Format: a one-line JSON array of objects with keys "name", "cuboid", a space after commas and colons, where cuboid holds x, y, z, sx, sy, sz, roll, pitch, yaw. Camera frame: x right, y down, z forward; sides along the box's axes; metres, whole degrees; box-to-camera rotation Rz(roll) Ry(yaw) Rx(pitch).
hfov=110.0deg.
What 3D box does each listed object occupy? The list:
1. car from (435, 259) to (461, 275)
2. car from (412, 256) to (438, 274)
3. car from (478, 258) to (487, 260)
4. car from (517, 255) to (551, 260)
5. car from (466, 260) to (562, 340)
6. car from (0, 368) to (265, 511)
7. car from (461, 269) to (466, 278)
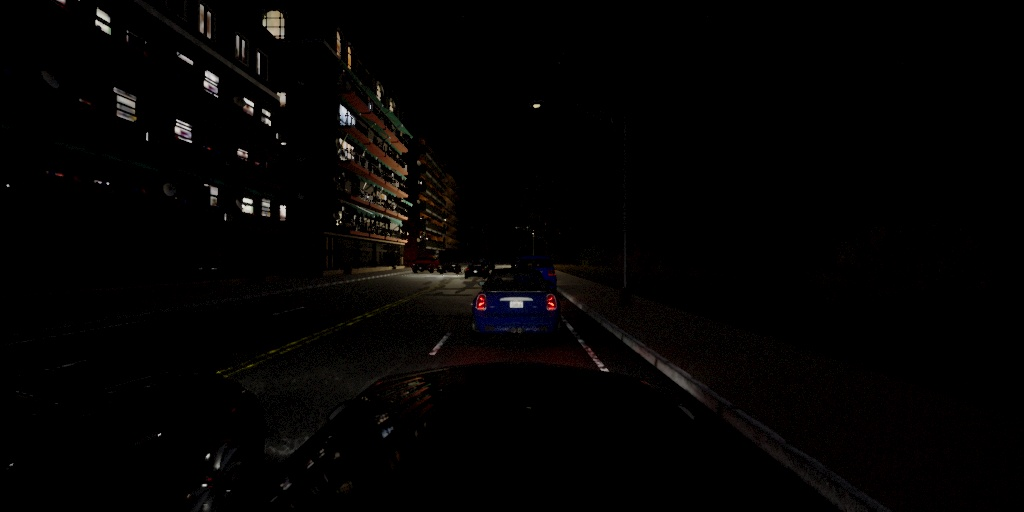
[{"name": "car", "cuboid": [-6.595, 1.276, 38.605, 1.812, 1.442, 4.674, 0, 0, 0]}, {"name": "car", "cuboid": [-9.844, 0.972, 41.382, 2.150, 2.045, 5.566, 0, 0, 0]}, {"name": "car", "cuboid": [-3.141, 1.276, 45.808, 1.812, 1.442, 4.674, 0, 0, 0]}, {"name": "car", "cuboid": [1.139, 0.977, 19.683, 2.150, 2.045, 5.566, 0, 0, 0]}, {"name": "car", "cuboid": [0.098, 1.103, 10.108, 2.097, 1.767, 4.553, 0, 0, 0]}, {"name": "car", "cuboid": [-3.155, 1.103, 1.178, 2.097, 1.767, 4.553, 0, 0, 0]}, {"name": "car", "cuboid": [-3.145, 1.315, 32.883, 1.994, 1.385, 4.181, 0, 0, 0]}]
